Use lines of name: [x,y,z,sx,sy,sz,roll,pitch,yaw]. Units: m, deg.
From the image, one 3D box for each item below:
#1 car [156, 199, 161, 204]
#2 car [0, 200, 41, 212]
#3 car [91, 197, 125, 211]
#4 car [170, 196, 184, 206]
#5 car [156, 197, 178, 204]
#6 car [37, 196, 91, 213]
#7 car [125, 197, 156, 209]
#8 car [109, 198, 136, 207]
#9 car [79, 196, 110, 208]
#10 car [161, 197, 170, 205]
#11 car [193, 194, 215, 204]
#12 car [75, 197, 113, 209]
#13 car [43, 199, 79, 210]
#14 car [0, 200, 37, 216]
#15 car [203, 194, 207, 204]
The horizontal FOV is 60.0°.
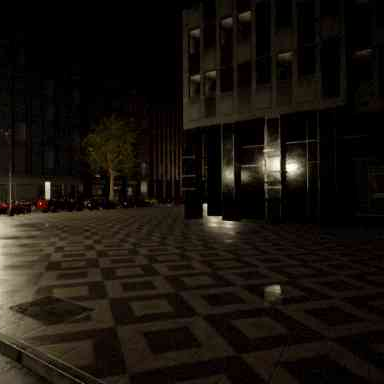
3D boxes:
car: [-8.052,1.544,58.461,1.752,1.417,4.829,-1,0,35]
car: [-20.795,1.642,40.055,1.947,1.339,4.313,-1,0,35]
car: [-10.579,1.524,39.836,1.947,1.339,4.313,-1,0,35]
car: [-0.950,1.462,53.744,1.887,1.381,4.507,-1,0,35]
car: [-4.745,1.574,63.238,1.947,1.339,4.313,-1,0,35]
car: [-13.790,1.290,35.201,2.192,1.841,5.009,-1,0,35]
car: [-7.369,1.509,44.471,1.947,1.339,4.313,-1,0,35]
car: [-11.165,1.613,53.965,1.802,1.307,4.206,-1,0,35]
car: [-14.377,1.484,49.328,1.967,1.590,4.097,-1,0,35]
car: [-3.311,1.492,60.293,1.882,1.535,5.008,-1,0,35]
car: [2.339,1.283,63.028,2.097,1.767,4.553,-1,0,35]
car: [-13.410,1.495,45.876,1.882,1.535,5.008,-1,0,35]
car: [-17.585,1.641,44.691,1.802,1.307,4.206,-1,0,35]
car: [-16.998,1.576,30.563,1.802,1.307,4.206,-1,0,35]
car: [2.258,1.222,58.381,2.192,1.841,5.009,-1,0,35]
